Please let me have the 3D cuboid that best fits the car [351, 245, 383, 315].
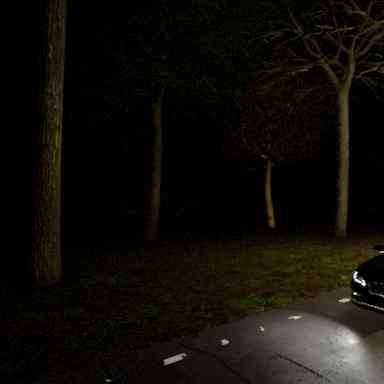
[{"bbox_3d":[5.156,1.512,6.751,4.892,1.490,1.837,0,0,-36],"label":"car"}]
